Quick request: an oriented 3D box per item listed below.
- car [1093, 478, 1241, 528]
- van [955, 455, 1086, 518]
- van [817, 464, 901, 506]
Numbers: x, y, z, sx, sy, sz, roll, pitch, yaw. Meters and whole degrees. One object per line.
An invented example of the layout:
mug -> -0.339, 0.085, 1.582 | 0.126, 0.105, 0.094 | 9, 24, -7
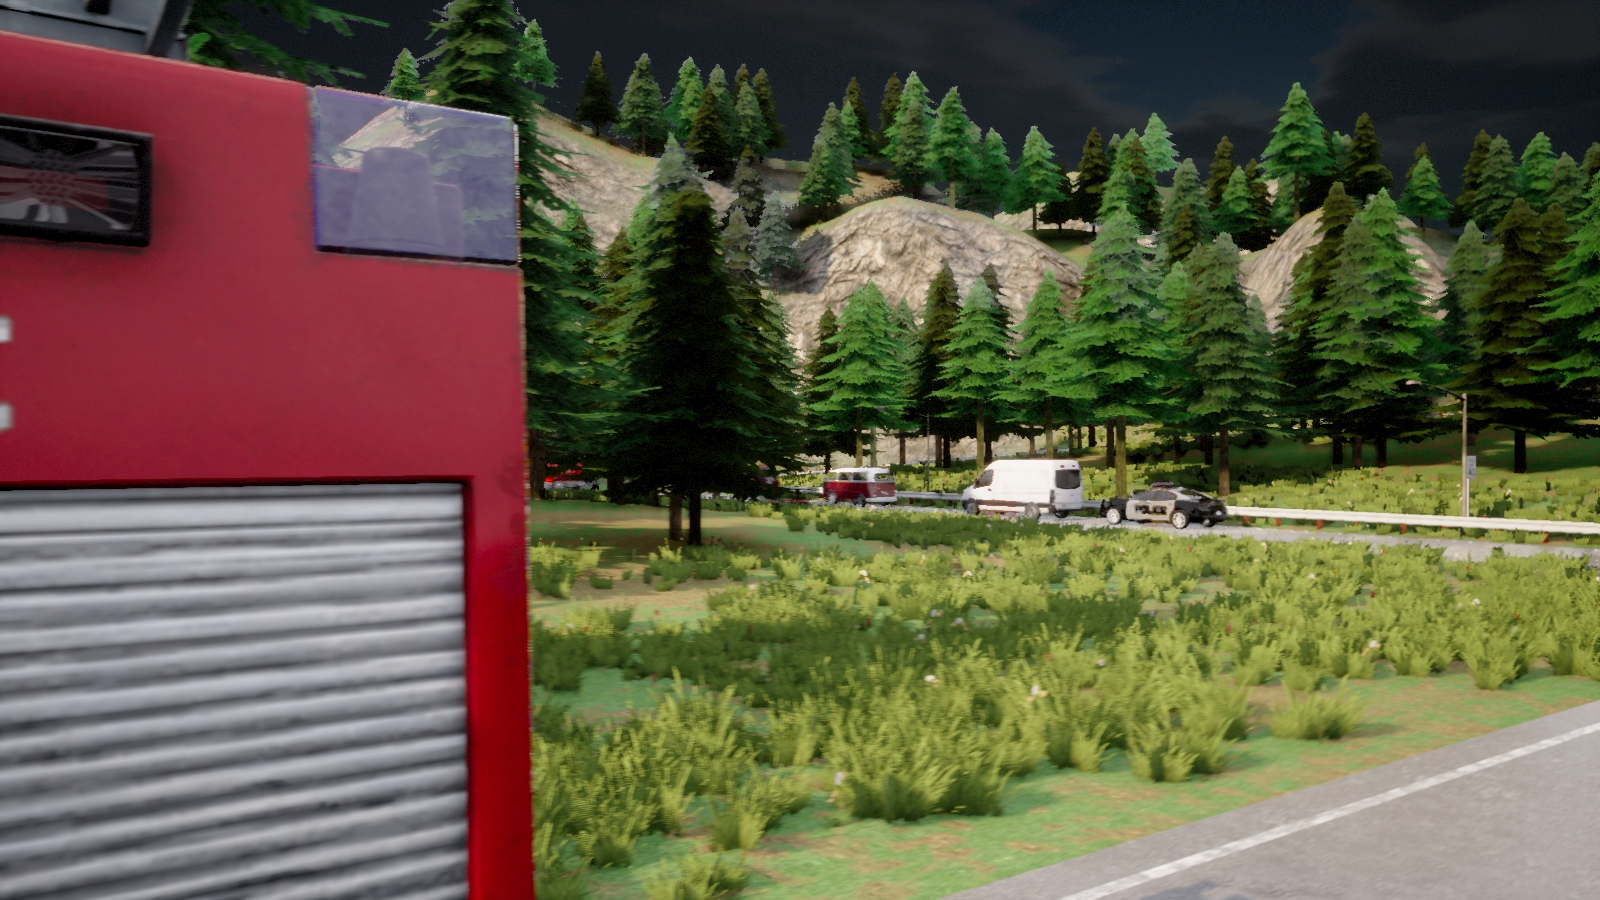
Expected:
car -> 14.035, 1.982, 44.020 | 2.097, 1.638, 5.238 | 0, 0, -35
van -> 9.580, 1.535, 50.170 | 1.988, 2.561, 5.915 | 0, 0, -35
van -> 3.036, 1.782, 59.495 | 2.069, 2.038, 4.480 | 0, 0, -35
